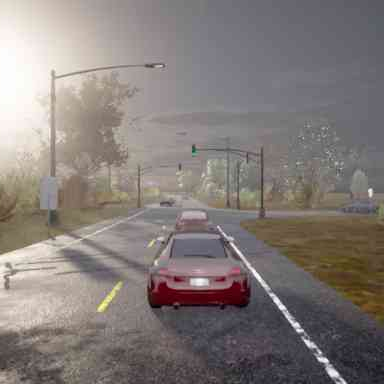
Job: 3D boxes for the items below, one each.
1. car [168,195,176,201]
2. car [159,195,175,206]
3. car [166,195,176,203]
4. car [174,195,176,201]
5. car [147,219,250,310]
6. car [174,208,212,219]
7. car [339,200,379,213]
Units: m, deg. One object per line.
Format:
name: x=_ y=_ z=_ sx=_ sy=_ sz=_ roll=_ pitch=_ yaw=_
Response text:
car: x=-4.957 y=1.490 z=83.138 sx=1.882 sy=1.535 sz=5.008 roll=0 pitch=0 yaw=-2
car: x=-4.150 y=1.607 z=53.128 sx=1.895 sy=1.301 sz=4.718 roll=0 pitch=0 yaw=-1
car: x=-4.597 y=1.488 z=72.691 sx=1.882 sy=1.535 sz=5.008 roll=0 pitch=0 yaw=-2
car: x=-4.357 y=1.572 z=62.317 sx=1.994 sy=1.385 sz=4.181 roll=0 pitch=0 yaw=-1
car: x=0.099 y=1.564 z=7.894 sx=1.994 sy=1.385 sz=4.181 roll=0 pitch=0 yaw=-1
car: x=0.059 y=1.527 z=16.869 sx=1.812 sy=1.442 sz=4.674 roll=0 pitch=0 yaw=-2
car: x=18.684 y=1.580 z=36.964 sx=4.181 sy=1.385 sz=1.994 roll=0 pitch=0 yaw=1
